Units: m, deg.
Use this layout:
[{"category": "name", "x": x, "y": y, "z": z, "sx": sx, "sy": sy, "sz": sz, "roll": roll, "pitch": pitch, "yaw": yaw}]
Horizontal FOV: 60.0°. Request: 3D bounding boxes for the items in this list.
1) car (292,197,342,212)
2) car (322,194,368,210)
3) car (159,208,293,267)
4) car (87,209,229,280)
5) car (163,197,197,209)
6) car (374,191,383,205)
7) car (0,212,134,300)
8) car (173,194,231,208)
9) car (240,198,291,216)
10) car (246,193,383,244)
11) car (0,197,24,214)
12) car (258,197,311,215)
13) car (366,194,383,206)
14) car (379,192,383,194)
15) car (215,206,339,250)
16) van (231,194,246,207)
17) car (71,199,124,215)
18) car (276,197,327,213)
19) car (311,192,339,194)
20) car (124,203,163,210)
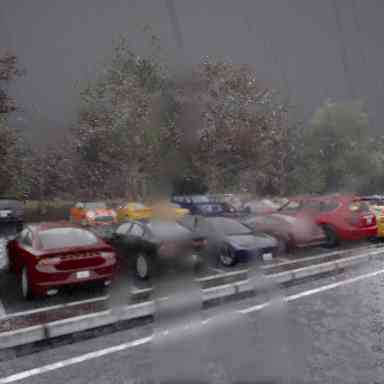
[{"category": "car", "x": 13.871, "y": 1.324, "z": 37.181, "sx": 2.163, "sy": 1.488, "sz": 4.792, "roll": -1, "pitch": 0, "yaw": -35}, {"category": "car", "x": 18.466, "y": 1.112, "z": 40.329, "sx": 2.185, "sy": 1.767, "sz": 4.553, "roll": -1, "pitch": 0, "yaw": -35}, {"category": "car", "x": 0.924, "y": 1.560, "z": 12.061, "sx": 2.163, "sy": 1.488, "sz": 4.792, "roll": -1, "pitch": 0, "yaw": -35}, {"category": "car", "x": -1.372, "y": 1.544, "z": 10.480, "sx": 2.097, "sy": 1.535, "sz": 5.008, "roll": 0, "pitch": 0, "yaw": -35}, {"category": "car", "x": -2.180, "y": 1.477, "z": 26.120, "sx": 1.946, "sy": 1.575, "sz": 5.366, "roll": -1, "pitch": 0, "yaw": -35}, {"category": "car", "x": 29.866, "y": 0.838, "z": 48.324, "sx": 2.435, "sy": 2.045, "sz": 5.566, "roll": -1, "pitch": 0, "yaw": -35}, {"category": "car", "x": -3.655, "y": 1.550, "z": 8.878, "sx": 2.097, "sy": 1.535, "sz": 5.008, "roll": 0, "pitch": 0, "yaw": -35}, {"category": "car", "x": 0.221, "y": 1.202, "z": 27.542, "sx": 2.435, "sy": 2.045, "sz": 5.566, "roll": -1, "pitch": 0, "yaw": -35}, {"category": "car", "x": 7.046, "y": 1.416, "z": 32.365, "sx": 2.002, "sy": 1.452, "sz": 4.674, "roll": -1, "pitch": 0, "yaw": -35}, {"category": "car", "x": 5.449, "y": 1.232, "z": 15.303, "sx": 2.435, "sy": 2.045, "sz": 5.566, "roll": -1, "pitch": 0, "yaw": -35}, {"category": "car", "x": -11.323, "y": 1.294, "z": 19.519, "sx": 2.435, "sy": 2.045, "sz": 5.566, "roll": 0, "pitch": 0, "yaw": -35}, {"category": "car", "x": 9.325, "y": 1.348, "z": 33.965, "sx": 2.097, "sy": 1.535, "sz": 5.008, "roll": -1, "pitch": 0, "yaw": -35}, {"category": "car", "x": 27.567, "y": 1.120, "z": 46.753, "sx": 2.097, "sy": 1.535, "sz": 5.008, "roll": -1, "pitch": 0, "yaw": -35}, {"category": "car", "x": 23.013, "y": 1.180, "z": 43.548, "sx": 2.097, "sy": 1.535, "sz": 5.008, "roll": -1, "pitch": 0, "yaw": -35}, {"category": "car", "x": 3.190, "y": 1.549, "z": 13.682, "sx": 2.002, "sy": 1.452, "sz": 4.674, "roll": -1, "pitch": 0, "yaw": -35}, {"category": "van", "x": 2.552, "y": 1.202, "z": 29.069, "sx": 1.878, "sy": 1.987, "sz": 4.442, "roll": -1, "pitch": 0, "yaw": -35}, {"category": "car", "x": -6.754, "y": 1.402, "z": 22.725, "sx": 2.185, "sy": 1.767, "sz": 4.553, "roll": 0, "pitch": 0, "yaw": -35}, {"category": "car", "x": 11.605, "y": 1.322, "z": 35.565, "sx": 2.231, "sy": 1.521, "sz": 4.892, "roll": -1, "pitch": 0, "yaw": -35}, {"category": "car", "x": 16.184, "y": 1.015, "z": 38.733, "sx": 2.435, "sy": 2.045, "sz": 5.566, "roll": -1, "pitch": 0, "yaw": -35}, {"category": "car", "x": -4.452, "y": 1.507, "z": 24.295, "sx": 2.097, "sy": 1.535, "sz": 5.008, "roll": -1, "pitch": 0, "yaw": -35}]
